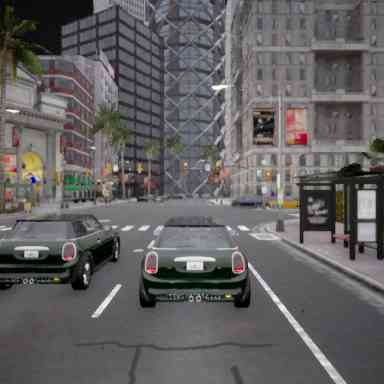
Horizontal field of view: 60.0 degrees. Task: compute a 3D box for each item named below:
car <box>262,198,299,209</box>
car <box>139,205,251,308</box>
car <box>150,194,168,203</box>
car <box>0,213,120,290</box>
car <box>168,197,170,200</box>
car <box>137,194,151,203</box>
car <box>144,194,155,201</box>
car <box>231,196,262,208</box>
[{"bbox_3d":[12.242,1.476,43.499,5.008,1.535,1.882,0,0,-2],"label":"car"},{"bbox_3d":[0.066,1.352,8.104,2.097,1.767,4.553,0,0,0],"label":"car"},{"bbox_3d":[-6.981,1.523,70.499,2.128,1.511,4.902,0,0,0],"label":"car"},{"bbox_3d":[-3.427,1.352,9.247,2.097,1.767,4.553,0,0,0],"label":"car"},{"bbox_3d":[-6.975,1.521,81.748,1.812,1.442,4.674,0,0,0],"label":"car"},{"bbox_3d":[-10.481,1.593,70.455,1.895,1.301,4.718,0,0,0],"label":"car"},{"bbox_3d":[-10.461,1.352,82.576,2.097,1.767,4.553,0,0,0],"label":"car"},{"bbox_3d":[7.876,1.349,47.503,4.553,1.767,2.097,0,0,5],"label":"car"}]
